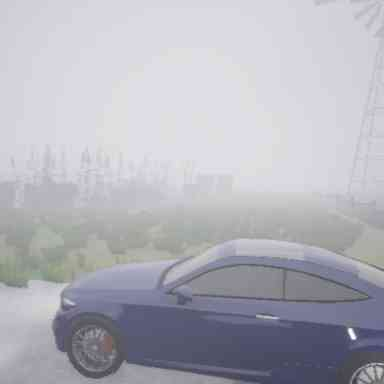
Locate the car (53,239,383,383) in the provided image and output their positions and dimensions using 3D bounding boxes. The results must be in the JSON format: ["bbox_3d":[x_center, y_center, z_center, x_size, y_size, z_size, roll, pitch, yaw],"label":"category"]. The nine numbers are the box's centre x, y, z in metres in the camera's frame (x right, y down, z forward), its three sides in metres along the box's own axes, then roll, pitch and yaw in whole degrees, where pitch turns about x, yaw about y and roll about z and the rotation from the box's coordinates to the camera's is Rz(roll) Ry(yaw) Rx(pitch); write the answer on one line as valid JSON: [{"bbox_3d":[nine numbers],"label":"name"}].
[{"bbox_3d":[0.647,1.350,4.137,4.674,1.442,1.812,2,3,12],"label":"car"}]
